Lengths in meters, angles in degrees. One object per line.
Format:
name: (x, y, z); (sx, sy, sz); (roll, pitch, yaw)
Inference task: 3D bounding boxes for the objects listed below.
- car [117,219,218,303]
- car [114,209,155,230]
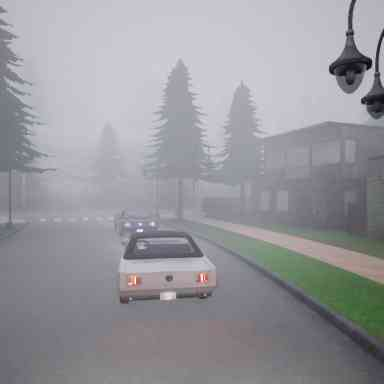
car: (-0.810, 1.602, 8.236); (1.895, 1.301, 4.718); (0, 0, -10)
car: (-3.206, 1.604, 18.284); (1.895, 1.301, 4.718); (0, 0, -18)
